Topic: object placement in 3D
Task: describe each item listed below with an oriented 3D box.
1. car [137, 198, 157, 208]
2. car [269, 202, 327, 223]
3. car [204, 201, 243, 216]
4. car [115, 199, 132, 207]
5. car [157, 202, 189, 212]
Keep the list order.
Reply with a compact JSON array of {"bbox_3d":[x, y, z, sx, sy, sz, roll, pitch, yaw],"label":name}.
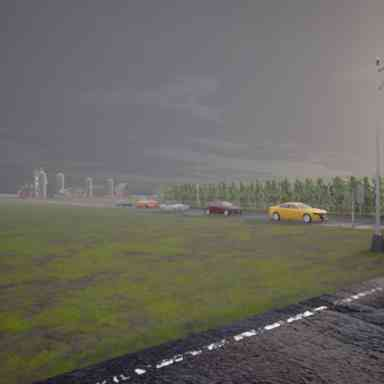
[{"bbox_3d":[-7.700,1.811,56.587,2.097,1.767,4.553,0,-1,-34],"label":"car"},{"bbox_3d":[8.655,1.621,27.405,1.882,1.535,5.008,0,-1,-34],"label":"car"},{"bbox_3d":[3.282,1.708,35.263,1.882,1.535,5.008,0,-1,-34],"label":"car"},{"bbox_3d":[-13.407,2.116,64.938,1.994,1.385,4.181,0,-1,-34],"label":"car"},{"bbox_3d":[-2.342,1.922,43.518,1.895,1.301,4.718,0,-1,-34],"label":"car"}]
